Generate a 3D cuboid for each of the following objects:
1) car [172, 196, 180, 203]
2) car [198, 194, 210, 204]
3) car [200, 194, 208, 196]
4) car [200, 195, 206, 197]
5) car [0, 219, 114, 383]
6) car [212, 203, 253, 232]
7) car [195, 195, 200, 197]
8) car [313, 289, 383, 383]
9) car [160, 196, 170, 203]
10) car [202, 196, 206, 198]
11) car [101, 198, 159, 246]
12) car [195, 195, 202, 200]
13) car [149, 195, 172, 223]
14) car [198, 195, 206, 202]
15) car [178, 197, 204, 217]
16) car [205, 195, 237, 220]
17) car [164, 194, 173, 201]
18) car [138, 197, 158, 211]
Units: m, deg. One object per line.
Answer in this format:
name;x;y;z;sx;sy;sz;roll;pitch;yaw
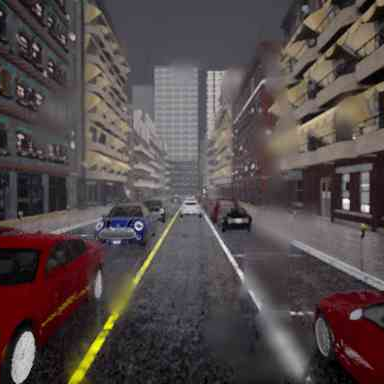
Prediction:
car;-3.080;1.453;64.188;2.128;1.511;4.902;0;0;0
car;2.246;1.269;64.100;2.192;1.841;5.009;-1;0;0
car;2.304;1.513;53.002;2.008;1.369;4.403;-1;0;0
car;2.331;1.533;47.453;1.947;1.339;4.313;-1;0;0
car;-2.870;1.478;5.457;1.882;1.535;5.008;0;0;0
car;2.466;1.552;19.709;1.947;1.339;4.313;-1;0;0
car;-0.148;1.496;46.449;1.812;1.442;4.674;0;0;0
car;2.552;1.577;3.062;1.802;1.307;4.206;-1;0;0
car;-5.657;1.484;69.420;1.752;1.417;4.829;-1;0;0
car;2.358;1.553;41.905;1.802;1.307;4.206;-1;0;0
car;-2.910;1.346;15.124;2.097;1.767;4.553;0;0;0
car;1.791;1.458;90.537;1.812;1.442;4.674;0;0;0
car;-2.932;1.340;25.383;2.097;1.767;4.553;0;0;0
car;2.194;1.470;75.368;1.752;1.417;4.829;-1;0;0
car;-0.082;1.507;30.709;1.812;1.442;4.674;0;0;0
car;2.435;1.297;25.257;2.192;1.841;5.009;-1;0;0
car;-5.713;1.389;80.688;1.967;1.590;4.097;-1;0;0
car;-5.524;1.420;41.845;1.967;1.590;4.097;-1;0;0
